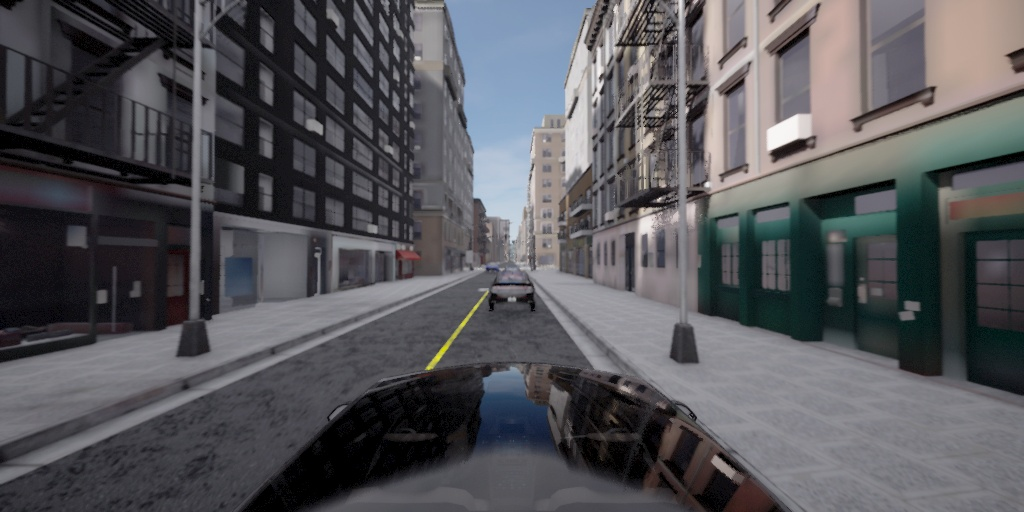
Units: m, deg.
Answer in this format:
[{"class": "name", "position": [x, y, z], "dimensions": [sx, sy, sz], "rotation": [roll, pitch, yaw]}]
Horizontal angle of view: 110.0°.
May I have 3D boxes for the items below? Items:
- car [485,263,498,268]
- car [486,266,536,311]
[{"class": "car", "position": [-3.032, 1.762, 55.722], "dimensions": [1.882, 1.535, 5.008], "rotation": [0, -1, 0]}, {"class": "car", "position": [0.017, 1.381, 15.360], "dimensions": [2.128, 1.511, 4.902], "rotation": [0, 0, 0]}]
